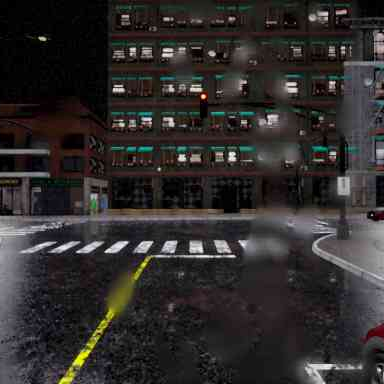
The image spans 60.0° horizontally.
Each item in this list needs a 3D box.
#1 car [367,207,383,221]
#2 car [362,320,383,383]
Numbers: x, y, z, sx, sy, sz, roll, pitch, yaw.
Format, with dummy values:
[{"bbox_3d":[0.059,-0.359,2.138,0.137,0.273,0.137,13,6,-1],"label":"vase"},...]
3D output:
[{"bbox_3d":[14.796,1.452,23.616,4.181,1.385,1.994,-1,-1,1],"label":"car"},{"bbox_3d":[2.753,1.441,1.902,1.967,1.590,4.097,1,0,0],"label":"car"}]
